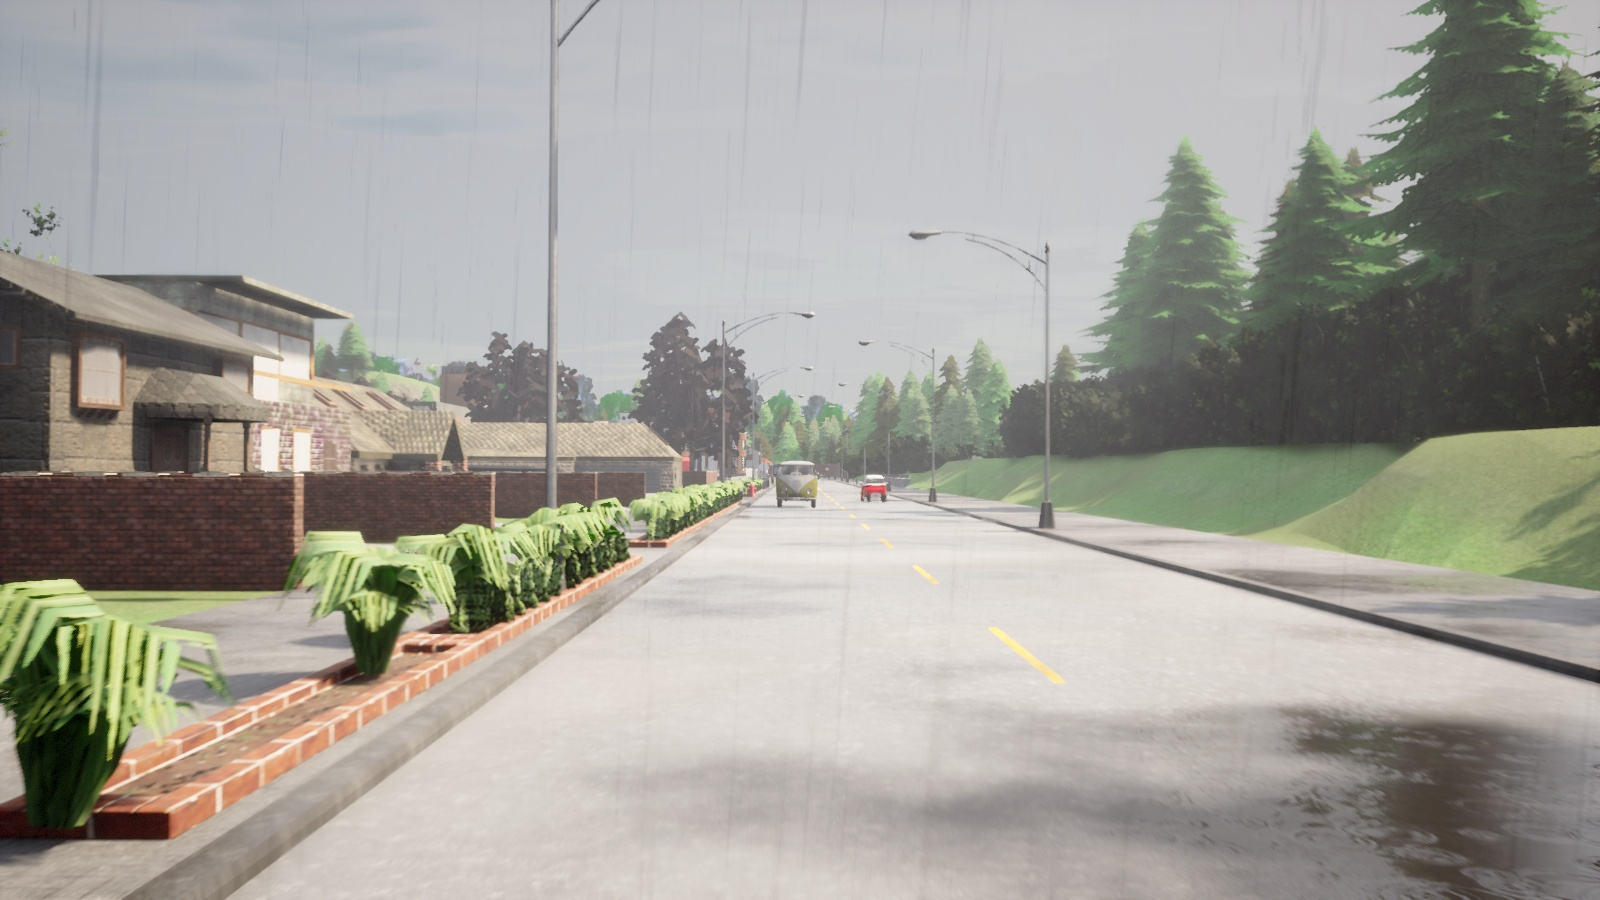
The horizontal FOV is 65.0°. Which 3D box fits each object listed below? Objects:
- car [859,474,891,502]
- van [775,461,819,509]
[{"bbox_3d":[3.837,1.936,64.665,1.481,1.376,2.207,0,-1,0],"label":"car"},{"bbox_3d":[-0.132,1.472,54.007,1.775,1.987,4.442,0,-1,0],"label":"van"}]
